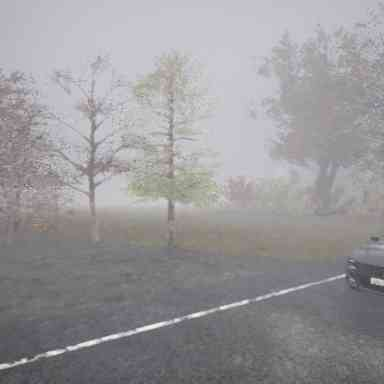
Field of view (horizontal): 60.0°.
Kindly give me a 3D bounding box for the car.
[{"bbox_3d":[5.642,1.482,7.908,5.008,1.535,1.882,0,0,-35],"label":"car"}]
